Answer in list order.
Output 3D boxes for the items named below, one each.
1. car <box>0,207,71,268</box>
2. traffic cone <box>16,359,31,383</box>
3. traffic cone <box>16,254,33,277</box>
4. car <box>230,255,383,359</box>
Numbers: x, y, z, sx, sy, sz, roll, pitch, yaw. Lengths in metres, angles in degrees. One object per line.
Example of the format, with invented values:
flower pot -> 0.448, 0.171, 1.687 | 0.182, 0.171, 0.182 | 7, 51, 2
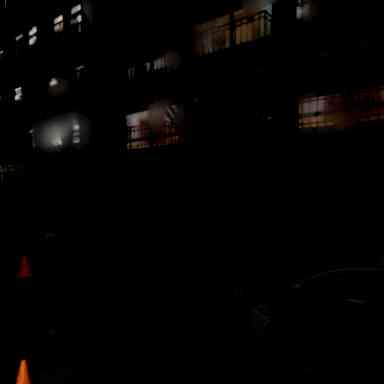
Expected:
car -> -6.332, 1.441, 11.820 | 5.009, 1.841, 2.192 | 0, -1, 37
traffic cone -> -1.706, 1.996, 3.366 | 0.340, 0.580, 0.340 | 0, -1, 37
traffic cone -> -4.699, 2.059, 9.369 | 0.340, 0.580, 0.340 | 0, -1, 37
car -> 2.677, 1.650, 5.042 | 4.403, 1.369, 2.008 | 0, -1, 37
